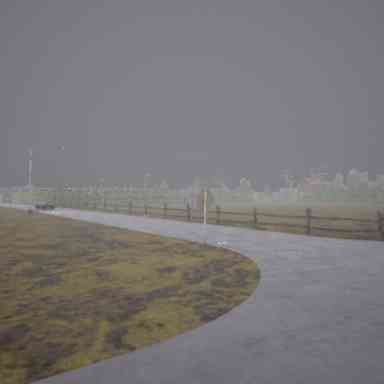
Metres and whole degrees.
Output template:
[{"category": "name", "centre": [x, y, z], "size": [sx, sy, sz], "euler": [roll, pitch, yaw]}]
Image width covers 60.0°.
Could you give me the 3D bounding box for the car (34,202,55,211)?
[{"category": "car", "centre": [-21.310, 2.050, 48.059], "size": [1.895, 1.301, 4.718], "euler": [1, -1, -36]}]
